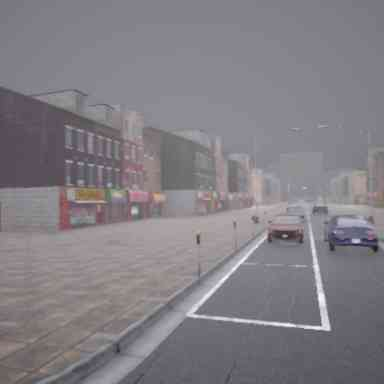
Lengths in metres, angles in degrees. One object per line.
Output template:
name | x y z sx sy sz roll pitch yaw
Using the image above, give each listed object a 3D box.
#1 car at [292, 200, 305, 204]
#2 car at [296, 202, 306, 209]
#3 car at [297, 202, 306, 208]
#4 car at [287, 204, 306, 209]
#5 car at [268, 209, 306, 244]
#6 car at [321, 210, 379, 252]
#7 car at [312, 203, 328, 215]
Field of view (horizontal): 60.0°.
car | 13.513 2.250 43.629 1.882 1.535 5.008 -2 -2 19
car | 22.845 2.828 69.757 1.887 1.381 4.507 -1 -2 19
car | 24.621 2.937 74.956 1.887 1.381 4.507 -1 -2 19
car | 10.417 2.144 33.370 1.947 1.339 4.313 -1 -1 19
car | 5.092 1.857 17.776 1.887 1.381 4.507 -1 -1 19
car | 7.013 1.733 14.913 1.812 1.442 4.674 -2 -1 19
car | 17.142 2.204 44.618 1.882 1.535 5.008 -2 -1 19
